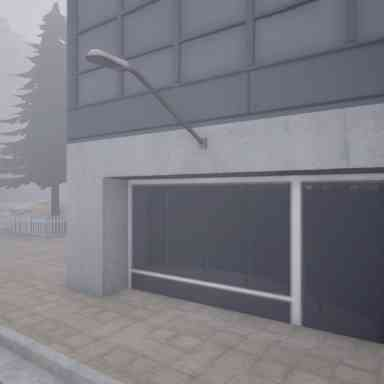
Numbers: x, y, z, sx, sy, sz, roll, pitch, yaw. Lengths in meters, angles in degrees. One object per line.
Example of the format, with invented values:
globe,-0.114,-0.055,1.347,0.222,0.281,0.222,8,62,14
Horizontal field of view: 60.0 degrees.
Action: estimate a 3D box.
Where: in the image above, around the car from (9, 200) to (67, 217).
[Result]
car,-13.828,1.485,30.145,1.882,1.535,5.008,0,0,34
